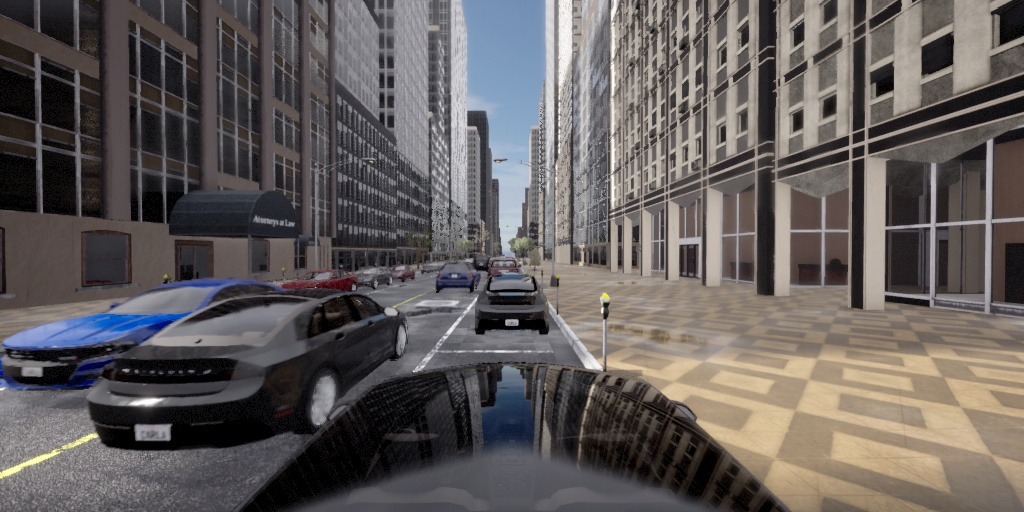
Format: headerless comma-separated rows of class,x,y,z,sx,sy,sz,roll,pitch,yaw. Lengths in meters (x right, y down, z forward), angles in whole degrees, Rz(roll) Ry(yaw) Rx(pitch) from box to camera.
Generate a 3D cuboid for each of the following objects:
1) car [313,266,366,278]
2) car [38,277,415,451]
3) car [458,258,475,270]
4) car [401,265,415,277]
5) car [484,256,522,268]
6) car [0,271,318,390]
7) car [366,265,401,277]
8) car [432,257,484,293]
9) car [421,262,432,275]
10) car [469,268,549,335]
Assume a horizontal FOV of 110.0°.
car,-8.837,1.292,16.839,1.888,1.381,4.507,0,0,0
car,-3.044,1.254,5.461,1.837,1.490,4.892,0,0,0
car,-6.146,1.071,49.097,1.812,1.442,4.674,0,0,0
car,-8.837,1.327,28.206,1.802,1.307,4.207,0,0,0
car,-0.457,1.061,22.523,2.192,1.841,5.009,0,0,0
car,-6.247,1.227,7.164,1.882,1.535,5.008,0,0,0
car,-8.838,1.297,22.523,2.007,1.370,4.403,0,0,0
car,-3.047,1.098,21.104,2.097,1.767,4.553,0,0,0
car,-8.837,1.294,39.574,2.007,1.370,4.403,0,0,0
car,-0.001,1.252,10.501,1.837,1.490,4.892,0,0,0
